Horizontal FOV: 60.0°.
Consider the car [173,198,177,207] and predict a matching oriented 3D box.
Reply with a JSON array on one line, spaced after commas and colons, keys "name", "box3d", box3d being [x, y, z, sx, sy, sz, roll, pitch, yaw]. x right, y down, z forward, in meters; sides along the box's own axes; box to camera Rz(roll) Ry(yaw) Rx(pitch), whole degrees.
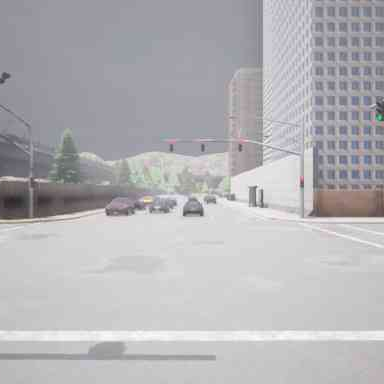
[{"name": "car", "box3d": [-3.531, 1.564, 45.378, 1.994, 1.385, 4.181, 0, 0, -1]}]

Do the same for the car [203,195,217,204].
[{"name": "car", "box3d": [3.694, 1.505, 64.119, 1.837, 1.490, 4.892, 0, 0, 0]}]

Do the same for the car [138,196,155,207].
[{"name": "car", "box3d": [-7.012, 1.478, 51.376, 1.882, 1.535, 5.008, 0, 0, 0]}]

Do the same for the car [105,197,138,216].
[{"name": "car", "box3d": [-7.045, 1.352, 32.874, 2.097, 1.767, 4.553, 0, 0, 0]}]

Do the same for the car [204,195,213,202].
[{"name": "car", "box3d": [3.610, 1.500, 74.516, 1.837, 1.490, 4.892, 0, 0, 0]}]

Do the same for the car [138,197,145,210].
[{"name": "car", "box3d": [-7.032, 1.601, 41.860, 1.895, 1.301, 4.718, 0, 0, 0]}]

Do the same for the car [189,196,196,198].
[{"name": "car", "box3d": [0.094, 1.478, 64.245, 1.882, 1.535, 5.008, 0, 0, 0]}]

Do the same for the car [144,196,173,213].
[{"name": "car", "box3d": [-3.535, 1.491, 36.458, 2.128, 1.511, 4.902, 0, 0, 0]}]

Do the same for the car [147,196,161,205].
[{"name": "car", "box3d": [-6.973, 1.478, 61.449, 1.882, 1.535, 5.008, 0, 0, 1]}]

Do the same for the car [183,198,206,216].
[{"name": "car", "box3d": [0.102, 1.564, 32.973, 1.994, 1.385, 4.181, 0, 0, 1]}]

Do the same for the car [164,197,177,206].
[{"name": "car", "box3d": [-3.496, 1.601, 55.360, 1.895, 1.301, 4.718, 0, 0, 0]}]
